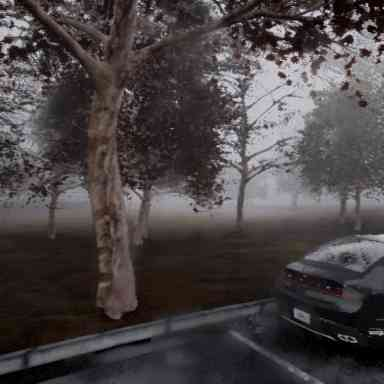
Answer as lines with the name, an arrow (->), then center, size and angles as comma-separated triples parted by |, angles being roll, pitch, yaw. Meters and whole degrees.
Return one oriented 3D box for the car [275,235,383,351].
car -> 3.719, 1.516, 5.926 | 4.892, 1.521, 2.231 | 0, 0, -28
